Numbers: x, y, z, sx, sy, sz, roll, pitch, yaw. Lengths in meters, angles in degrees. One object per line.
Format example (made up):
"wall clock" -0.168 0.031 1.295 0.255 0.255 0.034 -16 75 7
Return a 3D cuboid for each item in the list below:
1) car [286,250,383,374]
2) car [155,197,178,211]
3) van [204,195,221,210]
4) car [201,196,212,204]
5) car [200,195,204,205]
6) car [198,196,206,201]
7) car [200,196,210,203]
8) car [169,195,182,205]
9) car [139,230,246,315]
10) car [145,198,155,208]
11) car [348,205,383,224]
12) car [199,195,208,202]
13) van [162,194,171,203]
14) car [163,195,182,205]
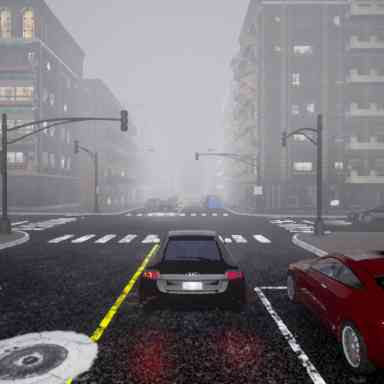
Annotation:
"car" 2.797 1.582 5.326 1.802 1.307 4.206 0 0 0
"car" -3.066 1.637 40.897 1.895 1.301 4.718 0 0 0
"van" 2.846 1.381 43.228 1.690 1.788 3.998 -1 0 0
"car" 2.734 1.538 65.287 1.967 1.590 4.097 -1 0 0
"car" 2.762 1.366 48.725 2.192 1.841 5.009 -1 0 0
"car" 2.829 1.767 92.895 1.947 1.339 4.313 -1 0 0
"car" 2.740 1.661 70.808 1.887 1.381 4.507 -1 0 0
"car" -3.019 1.436 60.925 2.097 1.767 4.553 0 0 0
"car" 0.009 1.564 7.666 1.994 1.385 4.181 0 0 0
"car" -5.801 1.633 48.782 1.802 1.307 4.206 -1 0 0
"car" 14.628 1.727 26.239 4.181 1.385 1.994 1 0 0
"car" 2.796 1.596 81.850 1.967 1.590 4.097 -1 0 0
"van" -5.782 1.477 76.397 1.690 1.788 3.998 -1 0 0
"car" -3.051 1.603 50.694 2.033 1.411 5.357 0 0 0
